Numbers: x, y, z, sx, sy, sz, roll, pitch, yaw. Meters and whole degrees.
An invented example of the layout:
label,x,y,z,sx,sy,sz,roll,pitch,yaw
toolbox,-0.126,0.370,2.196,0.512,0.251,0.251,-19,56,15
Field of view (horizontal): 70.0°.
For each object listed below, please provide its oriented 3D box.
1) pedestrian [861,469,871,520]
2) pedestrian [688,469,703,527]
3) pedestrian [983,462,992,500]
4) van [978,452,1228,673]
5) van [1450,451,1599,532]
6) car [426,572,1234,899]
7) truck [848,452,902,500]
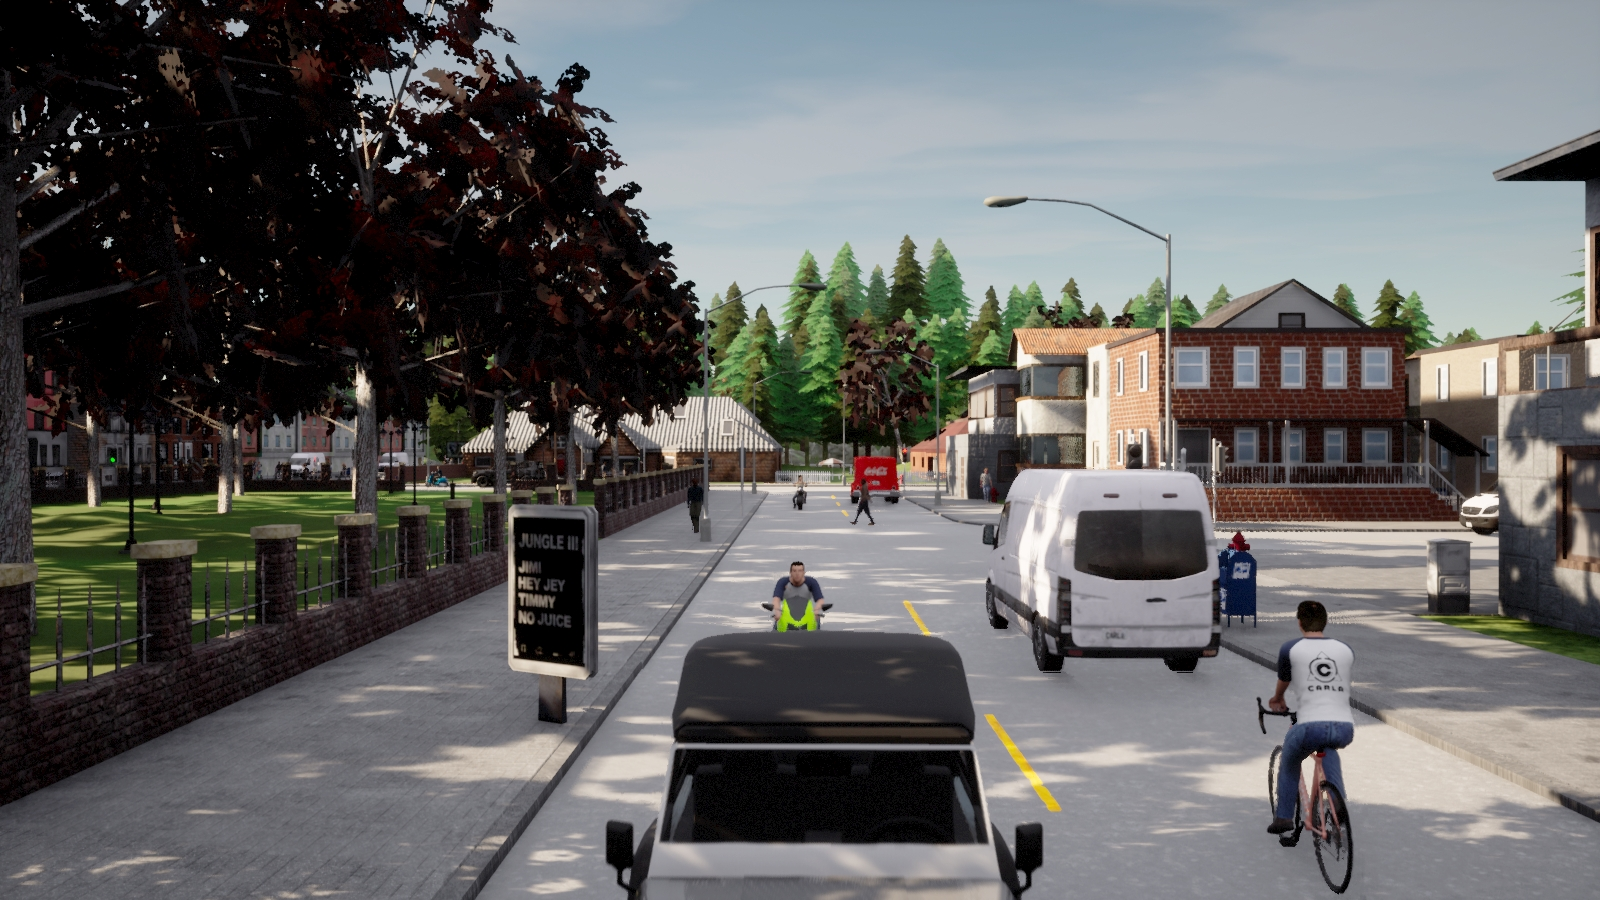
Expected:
label,x,y,z,sx,sy,sz,roll,pitch,yaw
pedestrian,2.424,1.645,41.987,0.375,1.860,0.375,0,0,4
pedestrian,-3.361,1.540,36.757,0.375,1.860,0.375,0,0,11
pedestrian,9.286,1.547,56.721,0.375,1.860,0.375,0,0,-2
van,3.996,1.322,16.285,1.988,2.561,5.915,0,0,0
van,24.712,1.329,37.232,5.915,2.561,1.988,0,0,0
car,0.098,1.640,4.625,1.905,1.878,3.866,0,0,1
truck,3.969,1.372,61.570,2.627,2.467,5.204,0,0,1
